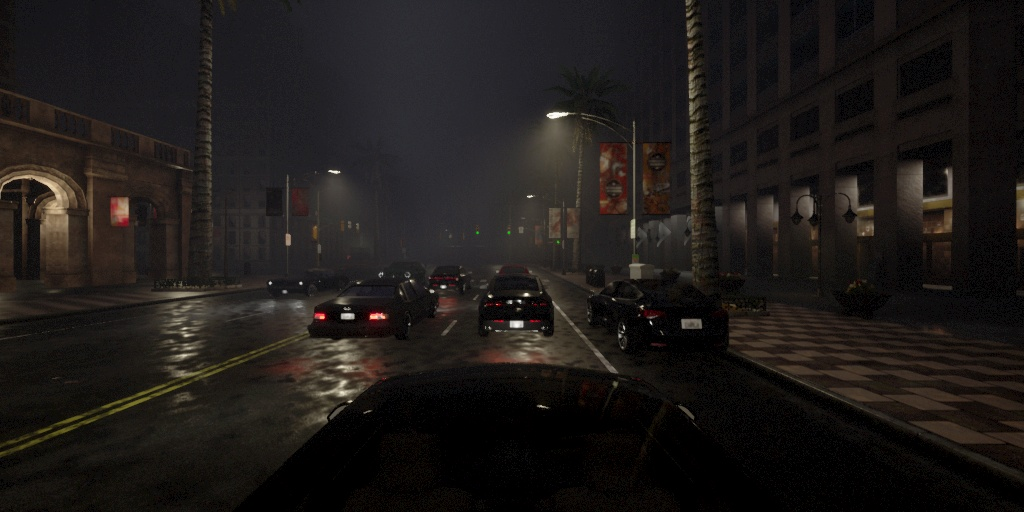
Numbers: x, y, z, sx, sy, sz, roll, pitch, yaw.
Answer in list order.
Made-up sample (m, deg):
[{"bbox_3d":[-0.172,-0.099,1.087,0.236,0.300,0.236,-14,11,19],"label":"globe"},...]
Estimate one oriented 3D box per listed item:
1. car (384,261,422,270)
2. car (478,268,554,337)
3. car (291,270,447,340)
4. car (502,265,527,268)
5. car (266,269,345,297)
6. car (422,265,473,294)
[{"bbox_3d":[-6.981,1.105,23.112,2.097,1.767,4.553,0,0,0],"label":"car"},{"bbox_3d":[0.097,1.254,10.320,1.837,1.490,4.892,0,0,0],"label":"car"},{"bbox_3d":[-3.393,1.297,9.936,2.033,1.411,5.357,0,0,0],"label":"car"},{"bbox_3d":[0.112,1.227,20.059,1.882,1.535,5.008,0,0,0],"label":"car"},{"bbox_3d":[-10.528,1.351,18.845,1.895,1.301,4.718,0,0,1],"label":"car"},{"bbox_3d":[-3.382,1.256,20.087,1.837,1.490,4.892,0,0,0],"label":"car"}]
